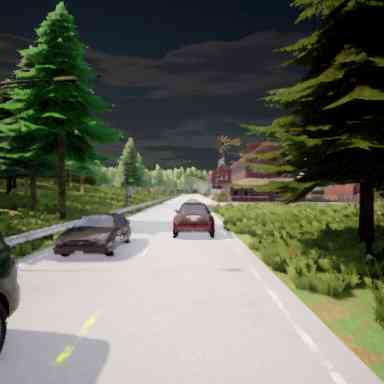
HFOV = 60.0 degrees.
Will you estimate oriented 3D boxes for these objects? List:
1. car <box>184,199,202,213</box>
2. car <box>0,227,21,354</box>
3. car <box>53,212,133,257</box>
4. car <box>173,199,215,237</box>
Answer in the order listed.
[{"bbox_3d":[0.086,1.488,36.768,1.812,1.442,4.674,0,0,0],"label":"car"},{"bbox_3d":[-3.596,1.221,2.598,2.150,2.045,5.566,0,0,1],"label":"car"},{"bbox_3d":[-3.592,1.536,13.214,2.033,1.411,5.357,0,0,0],"label":"car"},{"bbox_3d":[0.094,1.333,18.037,2.097,1.767,4.553,0,0,0],"label":"car"}]
